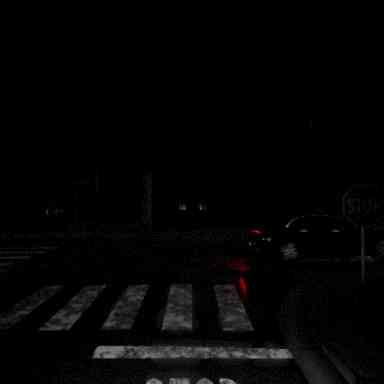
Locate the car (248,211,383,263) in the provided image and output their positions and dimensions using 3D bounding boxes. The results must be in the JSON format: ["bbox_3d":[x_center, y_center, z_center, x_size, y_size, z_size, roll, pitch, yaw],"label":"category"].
[{"bbox_3d":[4.342,1.412,11.012,4.892,1.490,1.837,-1,-1,0],"label":"car"}]
